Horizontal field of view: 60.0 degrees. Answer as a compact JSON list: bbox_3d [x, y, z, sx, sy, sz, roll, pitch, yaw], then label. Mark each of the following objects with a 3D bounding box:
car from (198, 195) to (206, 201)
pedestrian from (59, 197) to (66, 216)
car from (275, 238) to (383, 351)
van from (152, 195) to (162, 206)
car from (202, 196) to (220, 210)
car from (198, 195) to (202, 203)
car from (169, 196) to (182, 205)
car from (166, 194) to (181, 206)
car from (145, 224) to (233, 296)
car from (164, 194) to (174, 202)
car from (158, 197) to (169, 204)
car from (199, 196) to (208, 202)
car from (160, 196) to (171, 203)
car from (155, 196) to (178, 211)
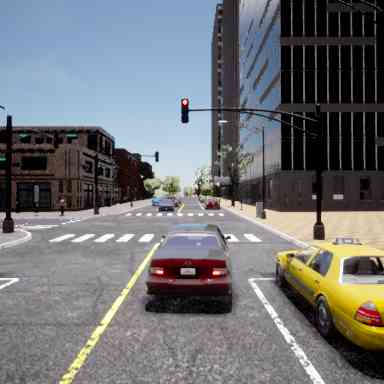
[{"bbox_3d":[2.685,1.630,88.424,1.887,1.381,4.507,1,0,0],"label":"car"},{"bbox_3d":[-12.550,1.387,32.137,0.375,1.860,0.375,0,0,1],"label":"pedestrian"},{"bbox_3d":[2.837,1.531,6.367,1.752,1.417,4.829,1,0,0],"label":"car"},{"bbox_3d":[-5.686,1.393,55.227,1.690,1.788,3.998,1,0,0],"label":"van"},{"bbox_3d":[2.694,1.481,44.145,1.967,1.590,4.097,1,0,0],"label":"car"},{"bbox_3d":[2.688,1.594,71.990,1.752,1.417,4.829,1,0,0],"label":"car"},{"bbox_3d":[-3.072,1.551,62.691,2.128,1.511,4.902,0,0,0],"label":"car"},{"bbox_3d":[-3.104,1.400,51.027,2.097,1.767,4.553,0,0,0],"label":"car"},{"bbox_3d":[0.074,1.555,8.817,2.033,1.411,5.357,0,0,3],"label":"car"},{"bbox_3d":[-5.691,1.395,82.898,2.192,1.841,5.009,1,0,0],"label":"car"},{"bbox_3d":[-5.692,1.645,66.295,1.802,1.307,4.206,1,0,0],"label":"car"},{"bbox_3d":[2.687,1.600,77.524,1.752,1.417,4.829,1,0,0],"label":"car"},{"bbox_3d":[-5.693,1.634,71.830,1.947,1.339,4.313,1,0,0],"label":"car"},{"bbox_3d":[-3.131,1.585,41.129,2.033,1.411,5.357,0,0,-3],"label":"car"}]
